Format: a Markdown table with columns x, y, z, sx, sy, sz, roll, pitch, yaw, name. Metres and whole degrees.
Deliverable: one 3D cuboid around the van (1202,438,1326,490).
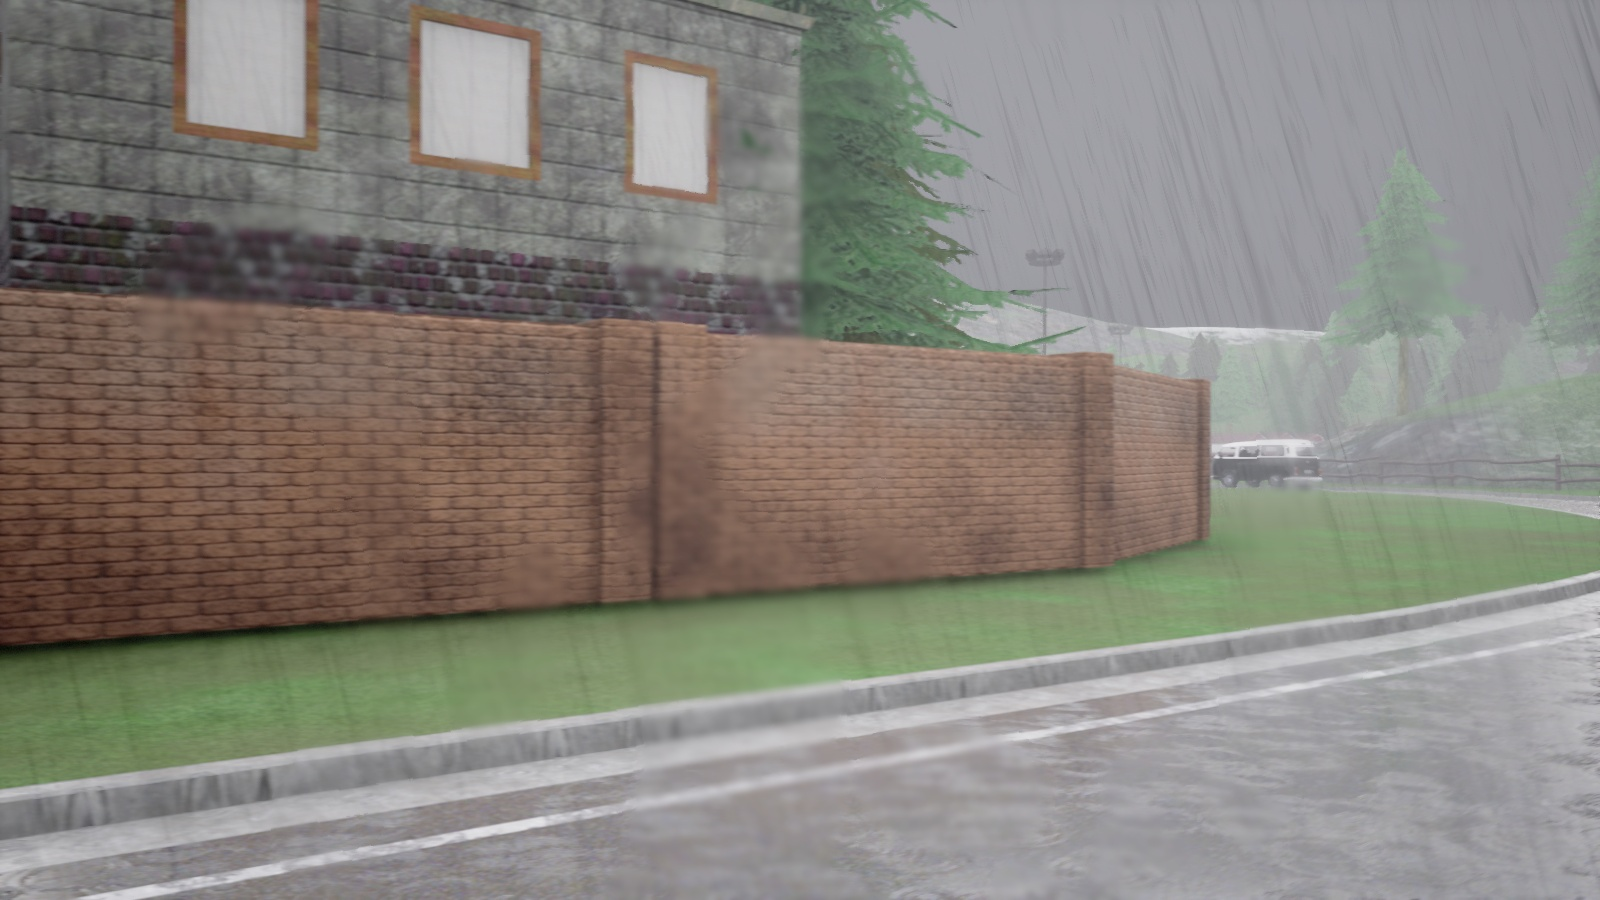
| x | y | z | sx | sy | sz | roll | pitch | yaw | name |
| --- | --- | --- | --- | --- | --- | --- | --- | --- | --- |
| 18.974 | 0.554 | 51.570 | 2.069 | 2.038 | 4.480 | 1 | 0 | -30 | van |
